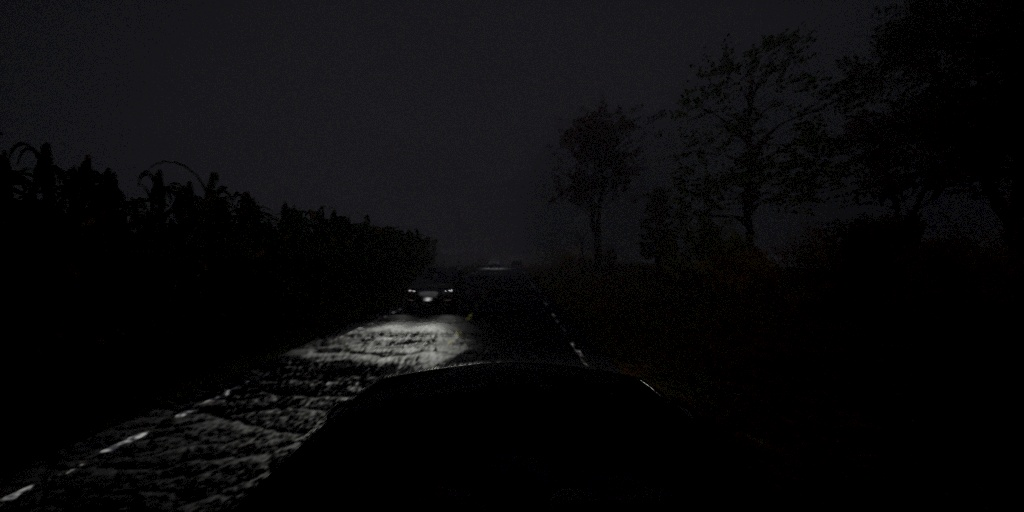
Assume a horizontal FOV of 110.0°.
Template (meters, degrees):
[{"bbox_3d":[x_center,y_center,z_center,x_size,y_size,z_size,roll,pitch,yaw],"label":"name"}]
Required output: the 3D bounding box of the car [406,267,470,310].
[{"bbox_3d":[-2.852,1.199,14.600,2.128,1.511,4.902,0,0,0],"label":"car"}]

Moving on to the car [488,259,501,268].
[{"bbox_3d":[-2.806,1.130,57.722,1.812,1.442,4.674,0,0,0],"label":"car"}]

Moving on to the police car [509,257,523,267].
[{"bbox_3d":[0.812,1.023,62.392,1.930,1.638,5.238,0,0,0],"label":"police car"}]
